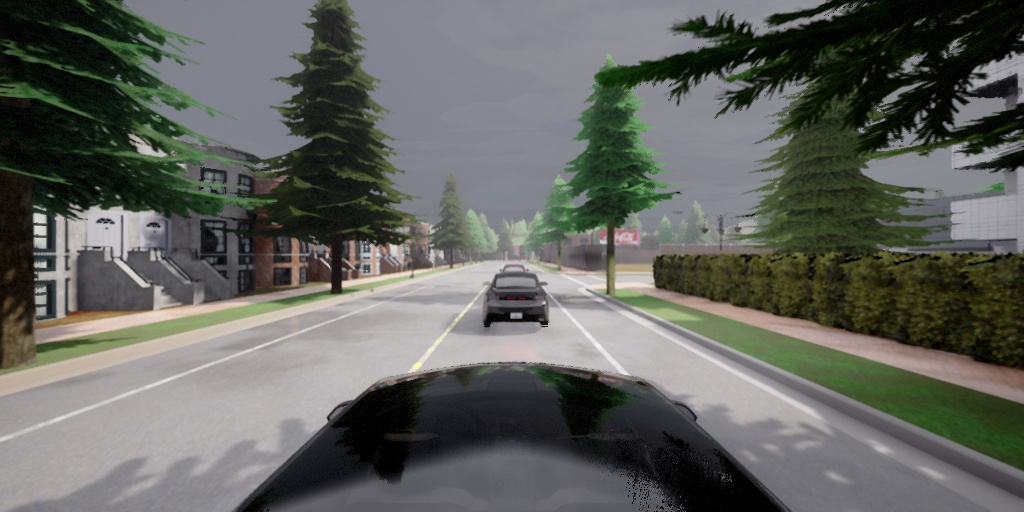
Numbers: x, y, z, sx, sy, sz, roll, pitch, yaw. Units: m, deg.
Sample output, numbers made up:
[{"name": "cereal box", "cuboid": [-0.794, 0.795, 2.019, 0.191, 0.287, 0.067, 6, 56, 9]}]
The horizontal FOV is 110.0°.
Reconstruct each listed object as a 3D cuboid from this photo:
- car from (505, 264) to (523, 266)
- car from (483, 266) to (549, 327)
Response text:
[{"name": "car", "cuboid": [0.132, 1.259, 23.322, 1.812, 1.442, 4.674, 0, 0, 0]}, {"name": "car", "cuboid": [0.113, 1.246, 11.527, 1.837, 1.490, 4.892, 0, 1, 0]}]
